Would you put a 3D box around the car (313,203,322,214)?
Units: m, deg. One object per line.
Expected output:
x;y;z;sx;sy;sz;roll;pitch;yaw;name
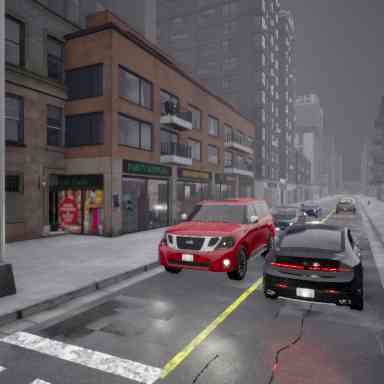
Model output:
10.353;1.613;29.484;1.895;1.301;4.718;0;0;26;car

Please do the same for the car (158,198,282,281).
1.102;1.236;10.521;2.150;2.045;5.566;0;0;26;car

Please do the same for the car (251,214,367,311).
3.034;1.507;7.974;1.837;1.490;4.892;0;0;26;car

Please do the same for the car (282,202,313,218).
5.648;1.562;19.851;2.033;1.411;5.357;0;0;26;car

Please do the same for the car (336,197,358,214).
16.173;1.488;34.852;2.128;1.511;4.902;0;0;27;car

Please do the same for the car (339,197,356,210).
20.699;1.468;44.248;1.882;1.535;5.008;0;0;26;car
